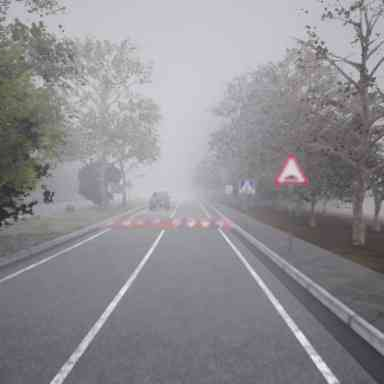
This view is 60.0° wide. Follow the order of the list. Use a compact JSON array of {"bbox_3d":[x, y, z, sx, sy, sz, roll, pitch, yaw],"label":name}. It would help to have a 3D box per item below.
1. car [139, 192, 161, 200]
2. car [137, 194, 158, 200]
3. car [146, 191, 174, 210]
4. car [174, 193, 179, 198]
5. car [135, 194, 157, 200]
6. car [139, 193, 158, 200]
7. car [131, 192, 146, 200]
[{"bbox_3d":[-11.225,1.092,88.867,5.566,2.045,2.435,0,-1,-1],"label":"car"},{"bbox_3d":[-11.189,1.217,83.314,5.008,1.535,2.097,0,-1,-1],"label":"car"},{"bbox_3d":[-3.595,0.961,38.002,2.150,2.045,5.566,0,1,-1],"label":"car"},{"bbox_3d":[-4.047,0.945,79.307,1.812,1.442,4.674,0,-1,-1],"label":"car"},{"bbox_3d":[-11.153,1.165,80.543,4.892,1.521,2.231,0,-1,-1],"label":"car"},{"bbox_3d":[-11.249,1.152,86.093,4.553,1.767,2.185,0,-1,-1],"label":"car"},{"bbox_3d":[-10.927,1.117,77.777,5.366,1.575,1.946,0,-1,-1],"label":"car"}]
